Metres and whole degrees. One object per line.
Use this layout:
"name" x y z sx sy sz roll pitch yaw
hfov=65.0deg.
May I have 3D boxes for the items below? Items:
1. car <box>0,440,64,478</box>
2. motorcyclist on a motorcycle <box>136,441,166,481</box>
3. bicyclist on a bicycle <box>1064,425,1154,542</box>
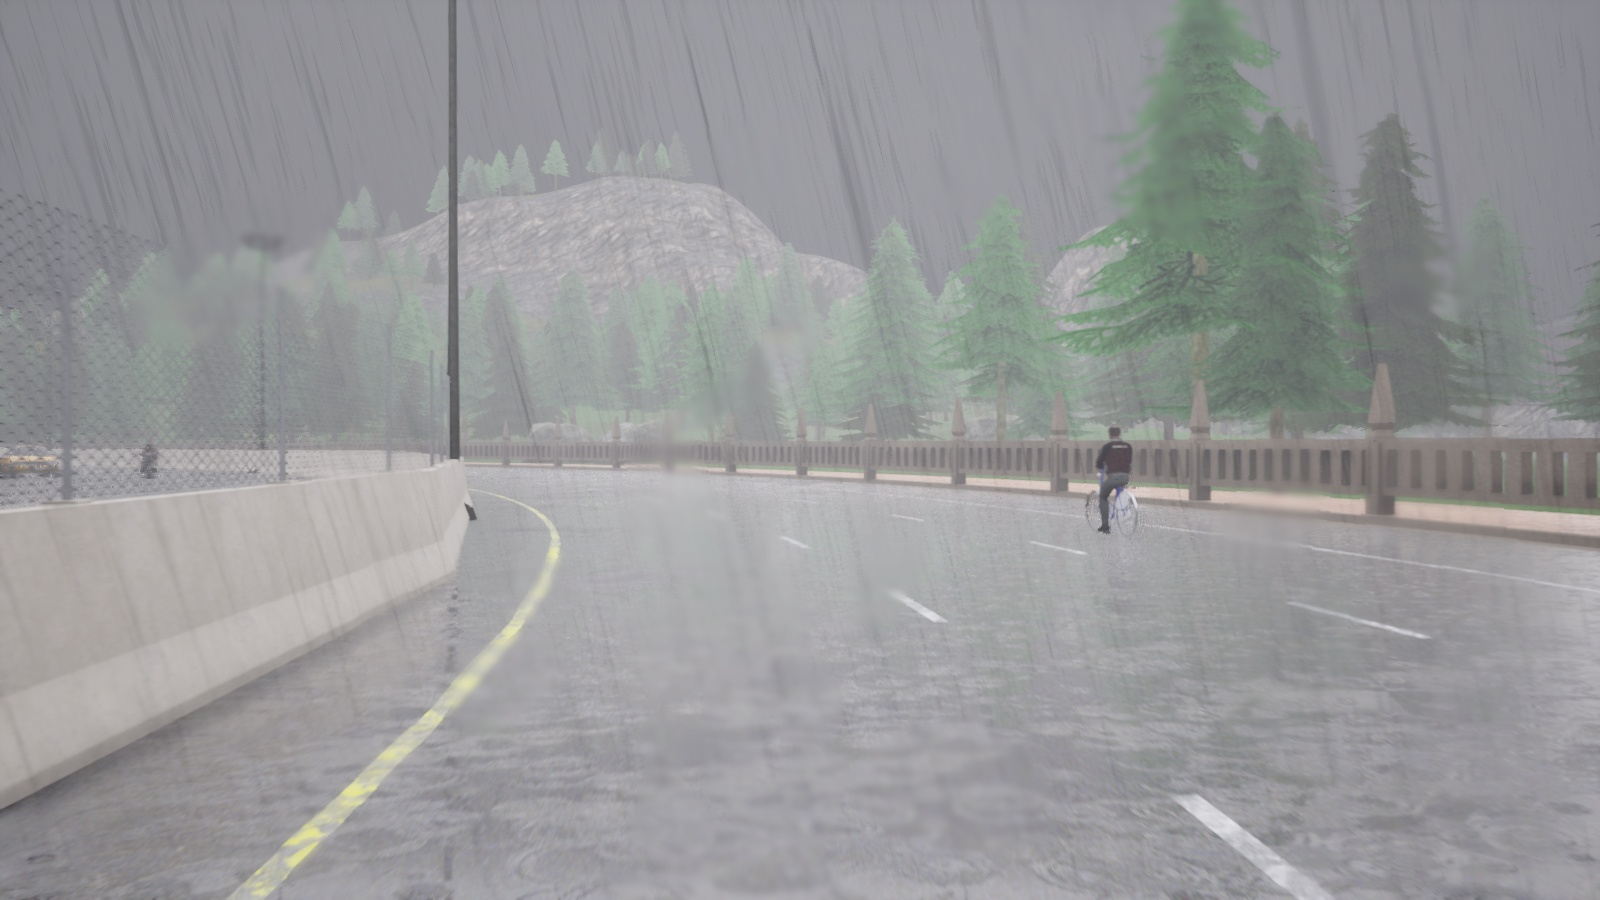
"car" -33.307 0.356 54.298 1.801 1.575 5.366 0 1 -39
"motorcyclist on a motorcycle" -26.014 0.426 50.355 0.797 1.523 2.044 -2 1 -34
"bicyclist on a bicycle" 4.935 0.507 20.165 0.659 1.776 1.843 -1 1 -11
